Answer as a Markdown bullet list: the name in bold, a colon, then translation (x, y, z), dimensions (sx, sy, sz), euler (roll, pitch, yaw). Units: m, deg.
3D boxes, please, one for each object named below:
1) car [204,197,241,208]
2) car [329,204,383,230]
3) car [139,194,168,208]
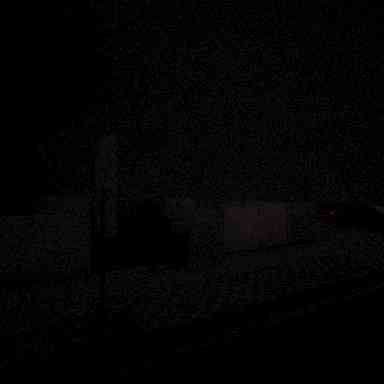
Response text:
- **car**: translation (2.225, 1.209, 28.969), dimensions (2.128, 1.511, 4.902), euler (1, 0, -36)
- **car**: translation (9.777, 1.412, 18.033), dimensions (1.812, 1.442, 4.674), euler (1, 0, -32)
- **car**: translation (-5.219, 1.027, 39.308), dimensions (1.882, 1.535, 5.008), euler (1, 1, -35)
